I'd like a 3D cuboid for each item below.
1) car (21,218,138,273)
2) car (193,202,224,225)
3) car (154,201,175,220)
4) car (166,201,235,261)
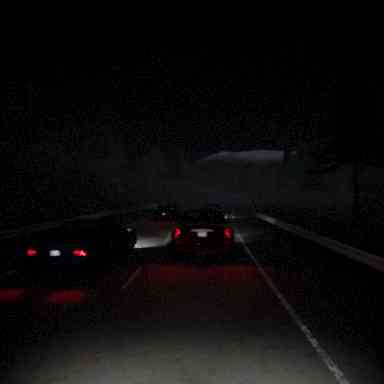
[{"bbox_3d":[-3.182,1.537,10.601,2.033,1.411,5.357,0,0,4],"label":"car"},{"bbox_3d":[1.388,1.523,25.140,2.033,1.411,5.357,0,0,6],"label":"car"},{"bbox_3d":[-1.843,1.464,27.585,2.128,1.511,4.902,0,0,7],"label":"car"},{"bbox_3d":[0.457,1.339,12.487,2.097,1.767,4.553,0,0,4],"label":"car"}]
